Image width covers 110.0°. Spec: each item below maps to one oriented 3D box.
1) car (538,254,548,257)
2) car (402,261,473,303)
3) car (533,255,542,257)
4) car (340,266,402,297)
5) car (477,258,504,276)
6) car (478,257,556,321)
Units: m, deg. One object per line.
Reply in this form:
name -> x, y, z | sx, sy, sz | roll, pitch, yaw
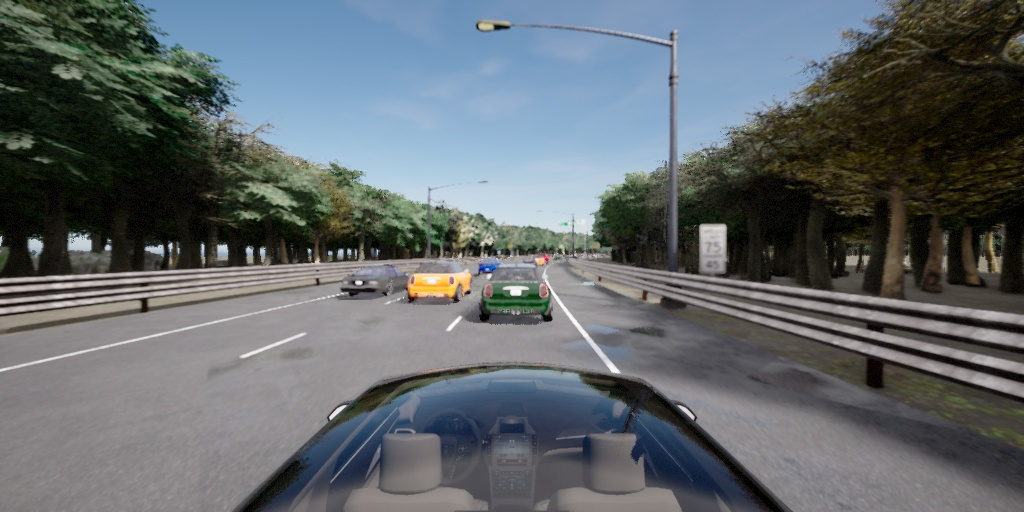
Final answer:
car -> 4.314, 0.738, 59.509 | 2.097, 1.767, 4.553 | 0, 0, 8
car -> -3.078, 1.006, 16.219 | 2.097, 1.767, 4.553 | 0, 0, 2
car -> 1.961, 1.004, 40.423 | 2.128, 1.511, 4.902 | 0, 0, 6
car -> -6.532, 1.184, 18.031 | 2.033, 1.411, 5.357 | 0, 0, 2
car -> -1.995, 1.021, 34.285 | 1.882, 1.535, 5.008 | 0, 0, 5
car -> 0.171, 1.036, 12.242 | 2.097, 1.767, 4.553 | 0, 0, 2
